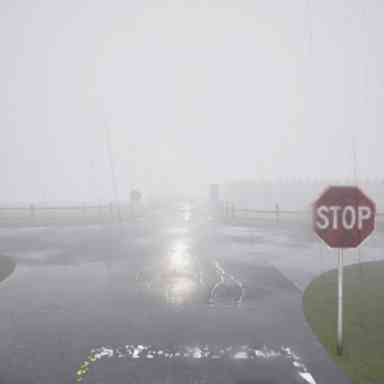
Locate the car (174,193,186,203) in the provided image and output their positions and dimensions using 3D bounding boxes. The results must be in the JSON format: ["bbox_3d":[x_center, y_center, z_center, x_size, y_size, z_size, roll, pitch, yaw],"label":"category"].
[{"bbox_3d":[-2.493,1.151,67.664,2.150,2.045,5.566,0,0,0],"label":"car"}]

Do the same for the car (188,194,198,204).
[{"bbox_3d":[0.241,1.538,63.543,1.895,1.301,4.718,0,0,0],"label":"car"}]

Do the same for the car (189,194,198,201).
[{"bbox_3d":[0.279,1.252,73.517,1.837,1.490,4.892,0,0,0],"label":"car"}]
